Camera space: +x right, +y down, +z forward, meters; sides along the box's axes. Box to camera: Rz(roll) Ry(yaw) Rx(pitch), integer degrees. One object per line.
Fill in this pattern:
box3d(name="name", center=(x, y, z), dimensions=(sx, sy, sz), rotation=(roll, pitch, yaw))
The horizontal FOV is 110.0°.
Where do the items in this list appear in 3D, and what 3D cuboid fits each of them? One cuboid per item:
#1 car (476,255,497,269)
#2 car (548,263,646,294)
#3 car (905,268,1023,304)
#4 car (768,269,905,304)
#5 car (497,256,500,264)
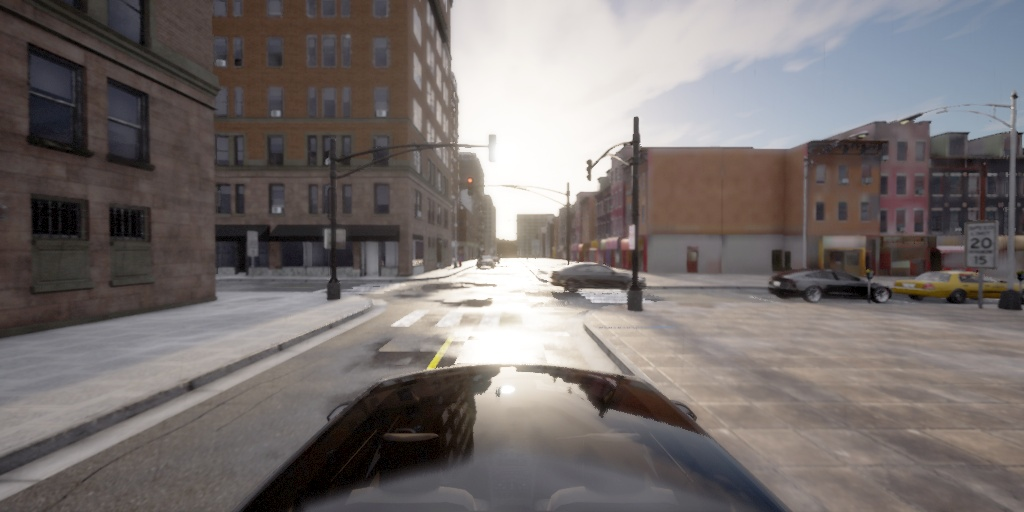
box3d(name="car", center=(-2.972, 0.655, 40.867), dimensions=(1.812, 1.442, 4.674), rotation=(0, 1, 0))
box3d(name="car", center=(4.132, 1.060, 17.603), dimensions=(4.674, 1.442, 1.812), rotation=(1, 1, 0))
box3d(name="car", center=(18.963, 1.216, 15.069), dimensions=(4.829, 1.417, 1.751), rotation=(0, 0, 0))
box3d(name="car", center=(13.171, 1.213, 15.036), dimensions=(4.313, 1.339, 1.948), rotation=(0, 0, 0))
box3d(name="car", center=(-2.990, 0.522, 57.416), dimensions=(1.994, 1.385, 4.181), rotation=(0, 1, 0))
